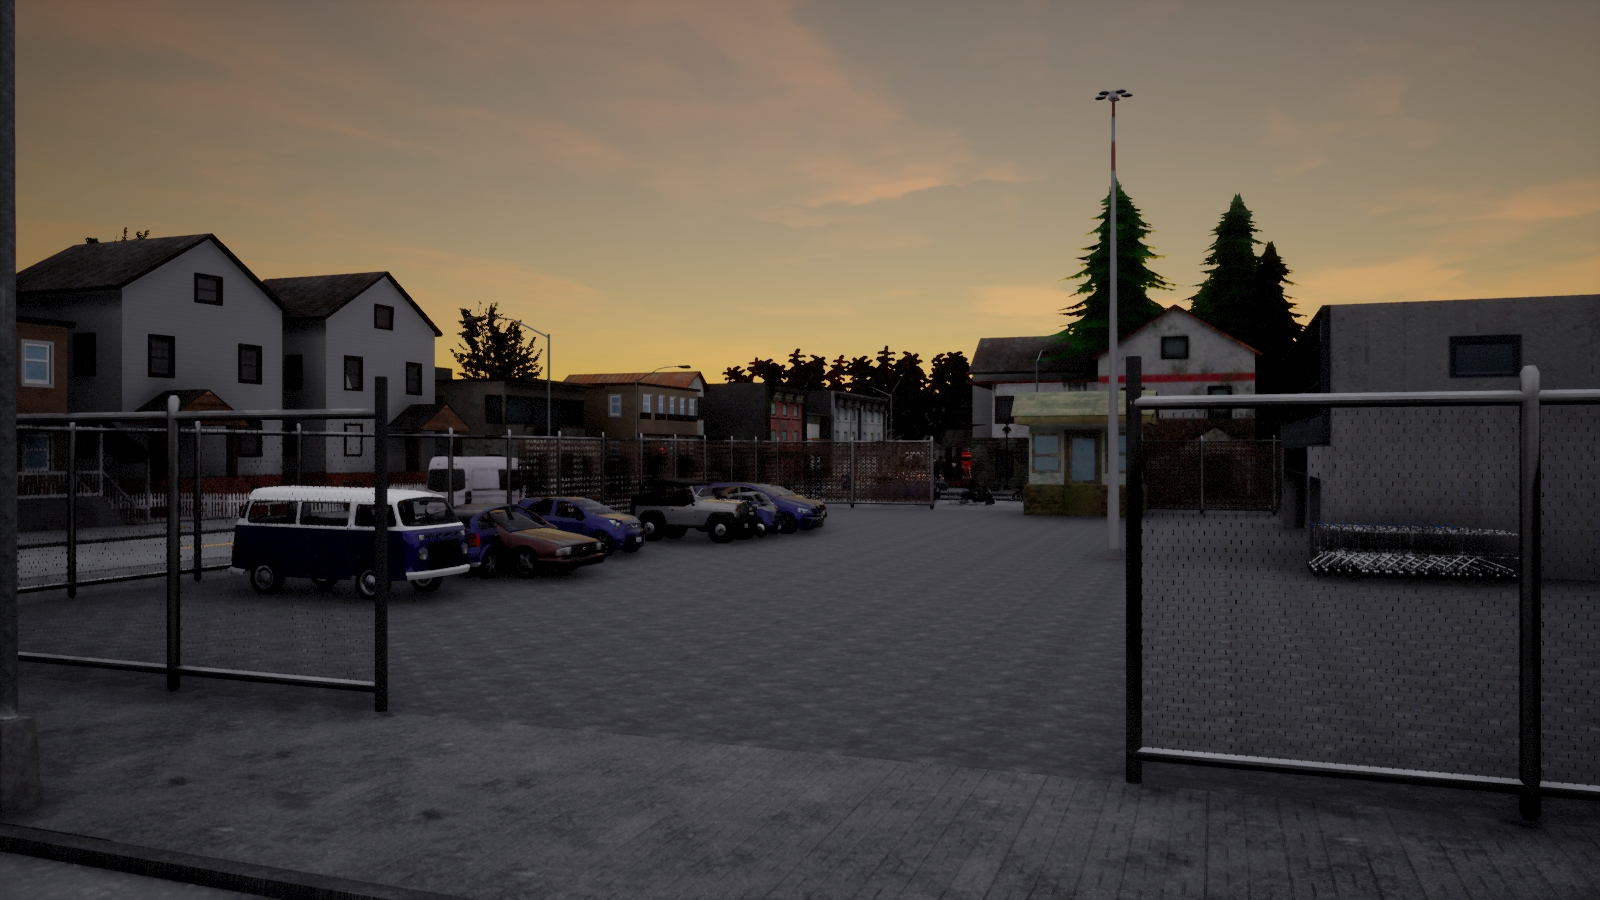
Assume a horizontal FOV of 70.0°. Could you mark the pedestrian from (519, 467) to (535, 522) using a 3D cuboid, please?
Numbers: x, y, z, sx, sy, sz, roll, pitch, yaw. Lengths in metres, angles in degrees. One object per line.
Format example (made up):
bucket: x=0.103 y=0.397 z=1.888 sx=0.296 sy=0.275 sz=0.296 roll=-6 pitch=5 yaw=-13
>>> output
pedestrian: x=-9.419 y=1.529 z=39.384 sx=0.375 sy=1.860 sz=0.375 roll=0 pitch=0 yaw=31

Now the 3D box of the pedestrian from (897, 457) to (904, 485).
pedestrian: x=6.707 y=1.403 z=76.039 sx=0.375 sy=1.860 sz=0.375 roll=0 pitch=0 yaw=-15

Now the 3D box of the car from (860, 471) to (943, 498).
car: x=5.628 y=1.901 z=63.033 sx=4.181 sy=1.385 sz=1.994 roll=0 pitch=0 yaw=20

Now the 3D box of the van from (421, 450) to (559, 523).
van: x=-11.619 y=1.316 z=43.355 sx=1.988 sy=2.561 sz=5.915 roll=0 pitch=0 yaw=20

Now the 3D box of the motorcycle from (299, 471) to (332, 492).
motorcycle: x=-30.355 y=1.971 z=71.601 sx=1.805 sy=1.236 sz=0.856 roll=0 pitch=0 yaw=18
